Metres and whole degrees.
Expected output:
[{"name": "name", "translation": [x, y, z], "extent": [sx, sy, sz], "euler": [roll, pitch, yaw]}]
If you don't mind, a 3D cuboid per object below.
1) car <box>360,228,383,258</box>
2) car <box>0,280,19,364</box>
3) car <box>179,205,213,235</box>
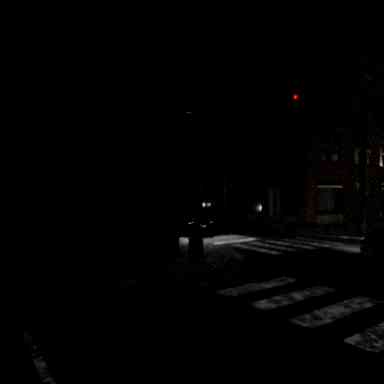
[{"name": "car", "translation": [6.797, 1.590, 10.043], "extent": [1.812, 1.442, 4.674], "euler": [1, 0, 10]}, {"name": "car", "translation": [-4.160, 1.539, 3.221], "extent": [4.403, 1.369, 2.008], "euler": [1, 0, -35]}, {"name": "car", "translation": [-0.766, 1.491, 19.025], "extent": [1.837, 1.490, 4.892], "euler": [0, 0, -36]}]
